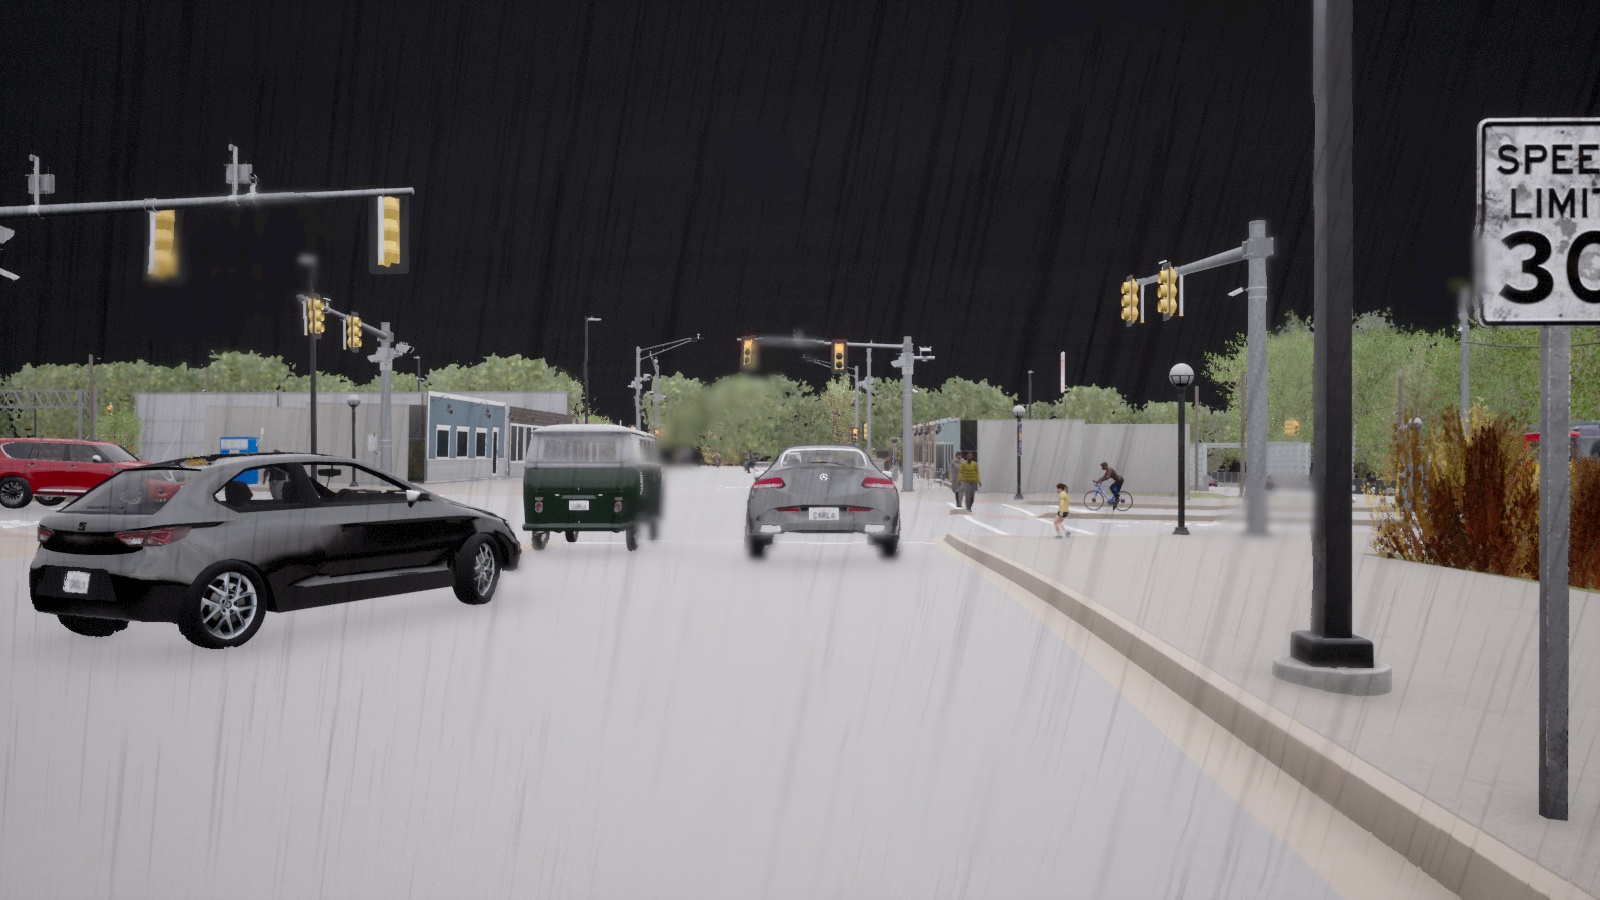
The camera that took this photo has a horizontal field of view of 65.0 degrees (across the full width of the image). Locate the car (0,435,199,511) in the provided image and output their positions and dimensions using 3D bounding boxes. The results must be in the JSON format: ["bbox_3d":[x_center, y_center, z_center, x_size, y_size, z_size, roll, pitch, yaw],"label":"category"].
[{"bbox_3d":[-21.005,0.660,36.899,5.566,2.045,2.150,1,0,-3],"label":"car"}]

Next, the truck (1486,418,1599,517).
[{"bbox_3d":[32.289,0.784,52.774,2.891,3.827,8.468,-1,-1,5],"label":"truck"}]

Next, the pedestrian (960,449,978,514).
[{"bbox_3d":[4.859,0.909,36.121,0.431,1.840,0.709,0,1,3],"label":"pedestrian"}]

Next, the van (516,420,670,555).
[{"bbox_3d":[-3.282,0.598,20.731,1.775,1.987,4.442,0,-1,0],"label":"van"}]

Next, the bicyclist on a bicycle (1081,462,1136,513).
[{"bbox_3d":[10.250,1.247,41.786,1.656,1.620,0.582,1,-1,0],"label":"bicyclist on a bicycle"}]

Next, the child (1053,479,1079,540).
[{"bbox_3d":[4.989,1.111,23.549,0.394,1.110,0.255,0,1,32],"label":"child"}]

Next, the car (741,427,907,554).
[{"bbox_3d":[0.350,0.588,18.883,2.152,1.651,5.027,0,-1,1],"label":"car"}]

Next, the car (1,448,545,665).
[{"bbox_3d":[-4.332,0.746,11.057,1.816,1.474,4.193,0,1,28],"label":"car"}]

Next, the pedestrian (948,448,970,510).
[{"bbox_3d":[5.103,0.917,40.246,0.659,1.952,0.873,0,1,5],"label":"pedestrian"}]
